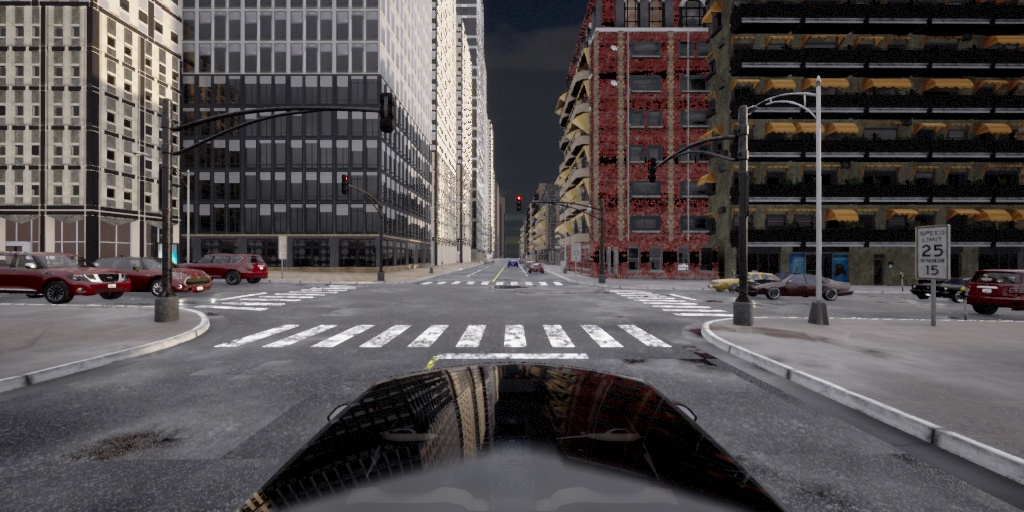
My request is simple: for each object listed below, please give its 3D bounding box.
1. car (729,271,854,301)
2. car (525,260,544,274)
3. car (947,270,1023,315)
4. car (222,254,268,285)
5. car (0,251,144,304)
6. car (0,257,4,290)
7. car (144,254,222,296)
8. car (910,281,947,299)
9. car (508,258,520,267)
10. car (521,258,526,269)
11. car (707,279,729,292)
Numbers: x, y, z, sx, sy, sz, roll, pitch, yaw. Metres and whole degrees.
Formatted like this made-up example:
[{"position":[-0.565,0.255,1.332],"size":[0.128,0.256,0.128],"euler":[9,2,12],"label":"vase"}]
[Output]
[{"position":[15.253,1.610,19.485],"size":[5.357,1.411,2.033],"euler":[1,0,0],"label":"car"},{"position":[2.785,1.341,41.783],"size":[1.802,1.307,4.207],"euler":[0,0,0],"label":"car"},{"position":[20.612,1.461,13.769],"size":[5.009,1.841,2.192],"euler":[0,0,0],"label":"car"},{"position":[-17.688,0.776,21.826],"size":[5.009,1.841,2.192],"euler":[0,0,0],"label":"car"},{"position":[-17.562,0.757,13.446],"size":[5.009,1.841,2.192],"euler":[0,0,0],"label":"car"},{"position":[-26.481,0.760,15.968],"size":[5.008,1.535,1.882],"euler":[1,0,0],"label":"car"},{"position":[-16.273,0.825,16.081],"size":[4.553,1.767,2.097],"euler":[1,0,-2],"label":"car"},{"position":[24.883,1.839,19.560],"size":[4.718,1.301,1.895],"euler":[1,0,-1],"label":"car"},{"position":[0.171,1.251,64.725],"size":[1.882,1.535,5.008],"euler":[0,0,0],"label":"car"},{"position":[2.749,1.317,54.700],"size":[2.007,1.370,4.403],"euler":[0,0,0],"label":"car"},{"position":[14.653,1.587,22.072],"size":[4.829,1.417,1.751],"euler":[0,0,0],"label":"car"}]
